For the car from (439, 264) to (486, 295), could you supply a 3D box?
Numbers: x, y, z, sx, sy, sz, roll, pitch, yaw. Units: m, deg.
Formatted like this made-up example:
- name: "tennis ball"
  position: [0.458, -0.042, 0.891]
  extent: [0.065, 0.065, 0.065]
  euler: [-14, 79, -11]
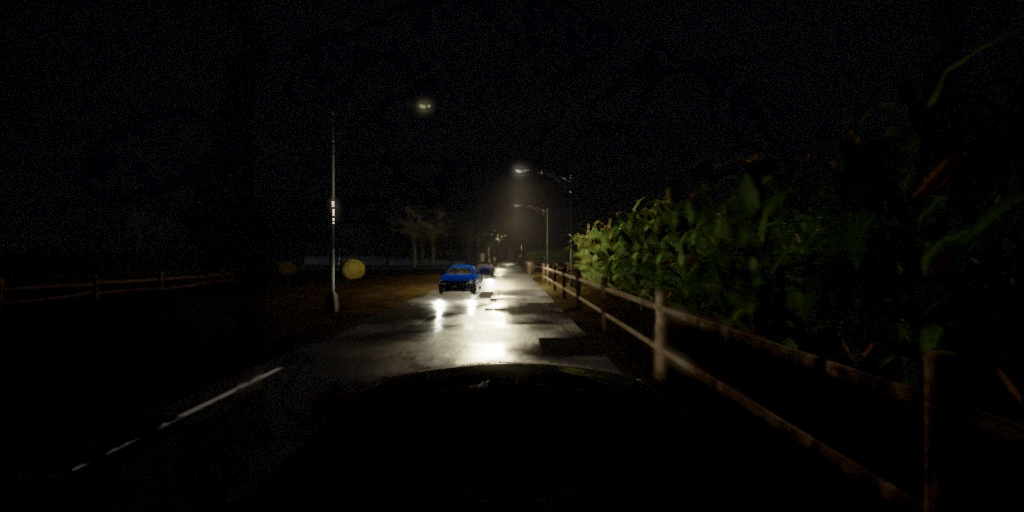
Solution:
- name: "car"
  position: [-2.787, 1.253, 20.092]
  extent: [1.882, 1.535, 5.008]
  euler: [0, 0, 0]

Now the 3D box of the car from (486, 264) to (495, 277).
- name: "car"
  position: [-2.753, 1.466, 36.605]
  extent: [1.895, 1.301, 4.718]
  euler: [0, 0, 0]
